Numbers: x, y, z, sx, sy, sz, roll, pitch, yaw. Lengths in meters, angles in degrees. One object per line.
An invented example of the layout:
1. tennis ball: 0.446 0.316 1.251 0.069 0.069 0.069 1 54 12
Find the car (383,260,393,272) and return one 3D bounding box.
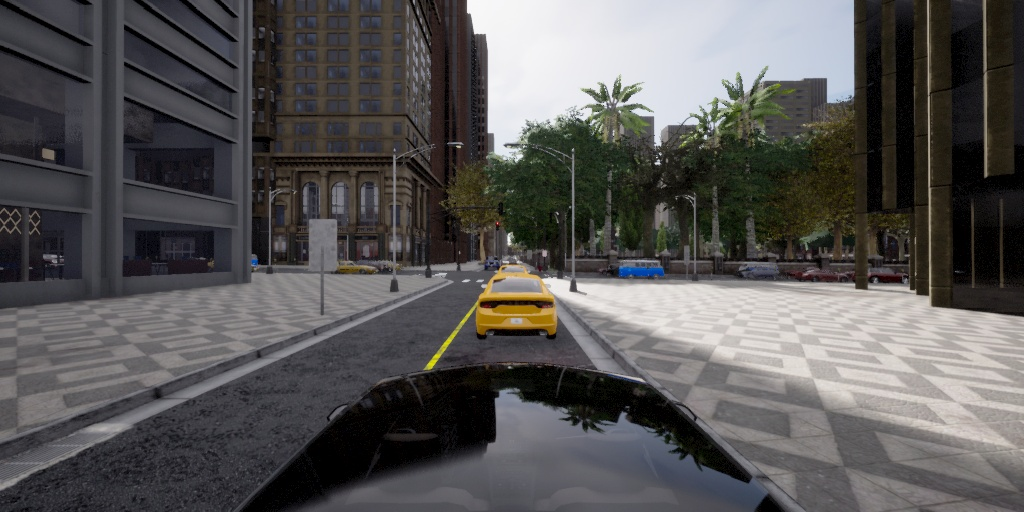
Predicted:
1. car: -16.344 1.088 39.198 5.357 1.411 2.033 1 0 0

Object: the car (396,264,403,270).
1. car: -15.272 1.102 41.851 4.829 1.417 1.751 0 0 0

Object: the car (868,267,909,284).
1. car: 34.035 1.779 33.019 4.097 1.591 1.967 0 0 0

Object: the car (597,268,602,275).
1. car: 11.984 1.606 41.682 4.207 1.307 1.802 0 0 0

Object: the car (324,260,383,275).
1. car: -14.975 1.053 33.324 4.829 1.417 1.751 0 0 0

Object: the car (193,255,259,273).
1. car: -26.316 0.868 33.395 4.829 1.417 1.751 0 0 0

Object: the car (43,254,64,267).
1. car: -43.498 0.508 33.502 4.097 1.591 1.967 0 0 0

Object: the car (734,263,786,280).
1. car: 26.588 1.811 38.927 4.181 1.385 1.994 1 0 0

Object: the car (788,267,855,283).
1. car: 28.512 1.830 33.053 4.207 1.307 1.802 0 0 0

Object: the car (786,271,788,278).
1. car: 34.077 1.933 41.544 4.507 1.381 1.888 0 0 0

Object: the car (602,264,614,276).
1. car: 13.091 1.249 39.017 5.566 2.045 2.150 1 0 0

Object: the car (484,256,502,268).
1. car: -2.975 1.036 54.563 2.150 2.045 5.566 0 0 0

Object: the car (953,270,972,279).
1. car: 46.552 2.144 38.710 4.181 1.385 1.994 1 0 0

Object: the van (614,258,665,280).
1. van: 11.942 1.315 33.156 3.998 1.789 1.690 0 0 0

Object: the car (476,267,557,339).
1. car: 0.112 1.230 10.108 1.882 1.535 5.008 0 0 0

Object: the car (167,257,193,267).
1. car: -37.782 0.775 41.991 4.313 1.339 1.948 0 0 0

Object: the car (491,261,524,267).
1. car: 0.042 1.235 20.168 1.882 1.535 5.008 0 0 0
